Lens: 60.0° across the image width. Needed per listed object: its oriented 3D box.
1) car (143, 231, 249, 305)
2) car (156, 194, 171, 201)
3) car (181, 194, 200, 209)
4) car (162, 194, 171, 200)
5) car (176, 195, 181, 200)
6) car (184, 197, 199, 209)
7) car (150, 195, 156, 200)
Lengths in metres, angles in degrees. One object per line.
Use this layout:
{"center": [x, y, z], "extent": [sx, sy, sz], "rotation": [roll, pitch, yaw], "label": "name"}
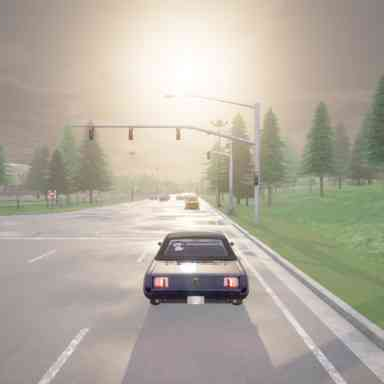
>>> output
{"center": [0.090, 1.601, 8.024], "extent": [1.895, 1.301, 4.718], "rotation": [0, 0, 0], "label": "car"}
{"center": [-6.886, 1.531, 80.321], "extent": [2.033, 1.411, 5.357], "rotation": [0, 0, 0], "label": "car"}
{"center": [-0.089, 1.099, 46.141], "extent": [1.882, 1.535, 5.008], "rotation": [-3, 16, -4], "label": "car"}
{"center": [-6.871, 1.372, 90.741], "extent": [2.033, 1.411, 5.357], "rotation": [0, 0, 0], "label": "car"}
{"center": [-3.370, 1.553, 91.149], "extent": [1.994, 1.385, 4.181], "rotation": [0, 0, 0], "label": "car"}
{"center": [-0.036, 1.577, 49.692], "extent": [2.033, 1.411, 5.357], "rotation": [0, 1, 2], "label": "car"}
{"center": [-10.370, 1.540, 91.159], "extent": [2.033, 1.411, 5.357], "rotation": [0, 0, 0], "label": "car"}
